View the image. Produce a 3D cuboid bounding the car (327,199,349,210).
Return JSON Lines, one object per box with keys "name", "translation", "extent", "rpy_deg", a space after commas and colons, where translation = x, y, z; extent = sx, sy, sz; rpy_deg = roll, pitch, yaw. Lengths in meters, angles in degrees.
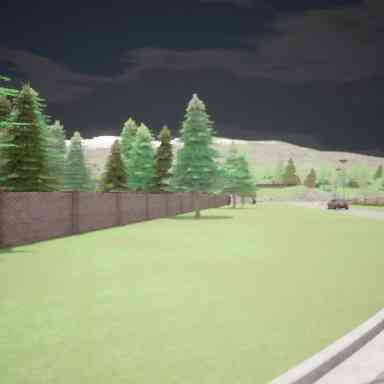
{"name": "car", "translation": [22.132, 1.825, 50.549], "extent": [2.097, 1.767, 4.553], "rpy_deg": [-1, -1, 9]}
